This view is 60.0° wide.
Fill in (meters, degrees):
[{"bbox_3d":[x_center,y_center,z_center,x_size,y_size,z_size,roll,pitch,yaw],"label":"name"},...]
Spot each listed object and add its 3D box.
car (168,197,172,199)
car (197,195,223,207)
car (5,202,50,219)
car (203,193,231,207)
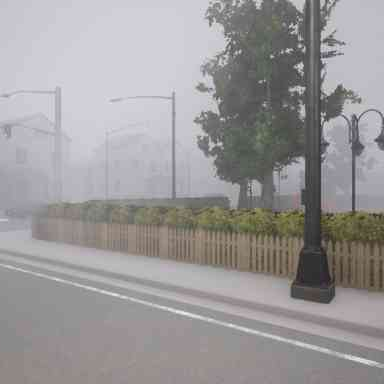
[{"bbox_3d":[-3.272,1.478,44.660,1.882,1.535,5.008,0,0,35],"label":"car"},{"bbox_3d":[2.992,1.354,53.576,2.097,1.767,4.553,0,0,35],"label":"car"},{"bbox_3d":[-14.016,1.564,29.263,1.994,1.385,4.181,0,0,35],"label":"car"},{"bbox_3d":[3.548,1.221,48.156,2.150,2.045,5.566,0,0,35],"label":"car"}]
